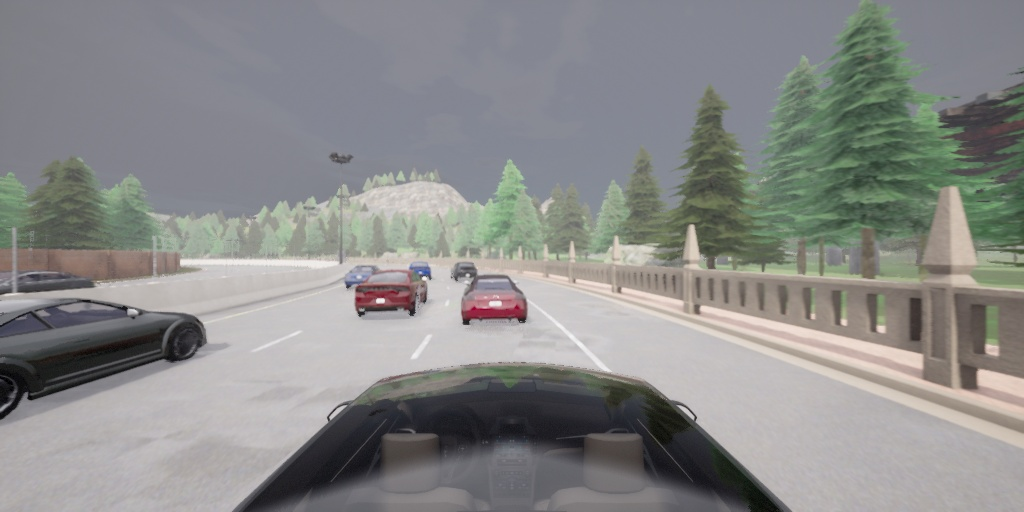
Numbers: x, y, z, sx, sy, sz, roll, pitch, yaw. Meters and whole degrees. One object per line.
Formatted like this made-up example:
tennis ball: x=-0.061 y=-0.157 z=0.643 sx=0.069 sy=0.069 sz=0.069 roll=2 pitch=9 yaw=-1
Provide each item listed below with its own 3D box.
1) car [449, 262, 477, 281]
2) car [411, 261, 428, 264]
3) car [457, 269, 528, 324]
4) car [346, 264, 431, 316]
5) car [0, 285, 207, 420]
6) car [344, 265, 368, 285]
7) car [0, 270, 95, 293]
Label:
car: x=-4.006 y=1.228 z=29.626 sx=1.837 sy=1.490 sz=4.892 roll=0 pitch=0 yaw=-15
car: x=-8.206 y=1.213 z=31.638 sx=1.882 sy=1.535 sz=5.008 roll=0 pitch=0 yaw=-17
car: x=-0.677 y=1.301 z=12.040 sx=1.994 sy=1.385 sz=4.181 roll=0 pitch=0 yaw=-6
car: x=-4.341 y=1.226 z=13.512 sx=1.882 sy=1.535 sz=5.008 roll=0 pitch=0 yaw=-7
car: x=-7.169 y=1.335 z=5.578 sx=1.994 sy=1.385 sz=4.181 roll=0 pitch=0 yaw=-3
car: x=-9.634 y=1.300 z=23.702 sx=2.033 sy=1.411 sz=5.357 roll=0 pitch=0 yaw=-13
car: x=-18.597 y=1.294 z=13.300 sx=2.128 sy=1.511 sz=4.902 roll=0 pitch=0 yaw=-8
